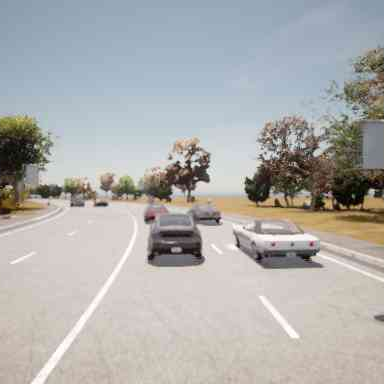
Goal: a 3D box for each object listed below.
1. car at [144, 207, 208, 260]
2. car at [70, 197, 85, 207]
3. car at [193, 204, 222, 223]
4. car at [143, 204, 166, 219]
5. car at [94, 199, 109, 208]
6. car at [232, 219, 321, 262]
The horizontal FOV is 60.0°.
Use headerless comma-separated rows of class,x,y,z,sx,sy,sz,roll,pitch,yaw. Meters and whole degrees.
car,-0.718,1.553,12.766,1.837,1.490,4.892,0,0,-6
car,-18.462,1.547,53.743,2.097,1.767,4.553,0,0,-22
car,0.903,1.643,26.228,2.033,1.411,5.357,0,0,-10
car,-3.016,1.668,27.920,1.994,1.385,4.181,0,0,-12
car,-14.697,1.799,53.794,1.895,1.301,4.718,0,0,-22
car,2.837,1.642,12.396,1.895,1.301,4.718,0,0,-5
